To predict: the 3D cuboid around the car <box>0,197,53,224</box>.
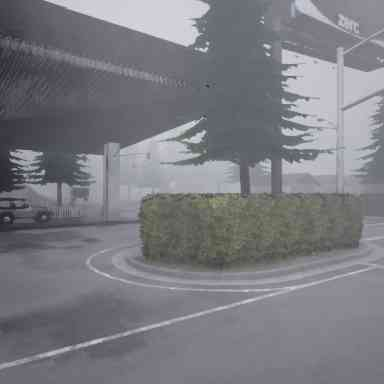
[{"bbox_3d":[-12.015,1.313,23.453,3.866,1.878,1.905,0,0,-36],"label":"car"}]
